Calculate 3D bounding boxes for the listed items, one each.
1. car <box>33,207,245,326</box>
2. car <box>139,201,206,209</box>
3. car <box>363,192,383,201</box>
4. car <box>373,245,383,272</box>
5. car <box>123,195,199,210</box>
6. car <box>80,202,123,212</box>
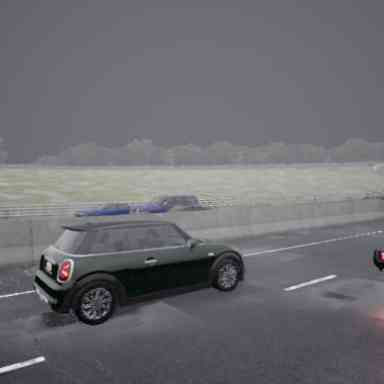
[{"bbox_3d":[-0.933,1.382,7.422,4.553,1.767,2.097,0,0,-37],"label":"car"},{"bbox_3d":[-0.554,1.539,21.027,4.892,1.490,1.837,-1,0,-37],"label":"car"},{"bbox_3d":[27.776,0.674,50.661,4.181,1.385,1.994,-2,1,-37],"label":"car"},{"bbox_3d":[6.832,1.558,8.826,4.718,1.301,1.895,-1,0,-37],"label":"car"},{"bbox_3d":[-1.837,1.267,24.436,5.566,2.045,2.150,-1,0,-37],"label":"car"},{"bbox_3d":[-6.297,1.575,25.481,5.008,1.535,1.882,-1,0,-37],"label":"car"}]
